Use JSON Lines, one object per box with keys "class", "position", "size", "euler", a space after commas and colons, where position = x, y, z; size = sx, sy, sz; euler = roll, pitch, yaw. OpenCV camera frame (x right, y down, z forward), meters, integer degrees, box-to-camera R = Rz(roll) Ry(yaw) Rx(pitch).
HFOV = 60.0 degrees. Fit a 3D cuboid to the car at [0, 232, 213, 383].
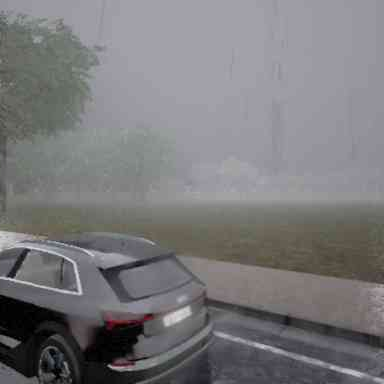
{"class": "car", "position": [-1.993, 1.432, 4.984], "size": [4.856, 1.649, 2.033], "euler": [0, 0, 35]}
